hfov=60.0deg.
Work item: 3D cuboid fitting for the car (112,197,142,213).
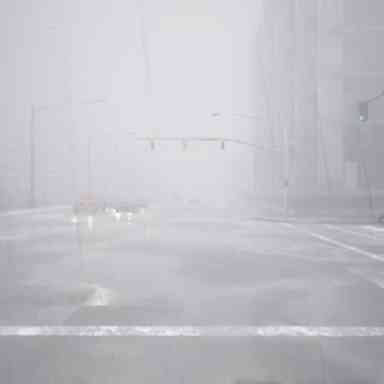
[{"bbox_3d":[-7.195,1.558,37.273,1.994,1.385,4.181,0,0,1],"label":"car"}]

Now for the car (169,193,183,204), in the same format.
[{"bbox_3d":[-3.160,1.211,64.890,2.150,2.045,5.566,0,0,1],"label":"car"}]

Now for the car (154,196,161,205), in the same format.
[{"bbox_3d":[-6.796,1.483,60.105,2.128,1.511,4.902,0,0,1],"label":"car"}]

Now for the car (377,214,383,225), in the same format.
[{"bbox_3d":[13.957,1.560,20.710,4.181,1.385,1.994,0,0,0],"label":"car"}]

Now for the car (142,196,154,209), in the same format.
[{"bbox_3d":[-7.043,1.540,46.515,2.033,1.411,5.357,0,0,2],"label":"car"}]

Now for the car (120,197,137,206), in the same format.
[{"bbox_3d":[-10.411,1.517,55.033,1.812,1.442,4.674,0,0,1],"label":"car"}]

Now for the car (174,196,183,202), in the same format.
[{"bbox_3d":[-2.985,1.499,75.533,1.895,1.301,4.718,0,0,1],"label":"car"}]

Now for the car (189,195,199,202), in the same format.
[{"bbox_3d":[0.512,1.512,75.182,2.128,1.511,4.902,0,0,1],"label":"car"}]

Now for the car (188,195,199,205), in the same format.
[{"bbox_3d":[0.351,1.516,60.202,1.812,1.442,4.674,0,0,1],"label":"car"}]

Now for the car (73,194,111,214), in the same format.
[{"bbox_3d":[-10.725,1.216,35.334,2.150,2.045,5.566,0,0,1],"label":"car"}]
